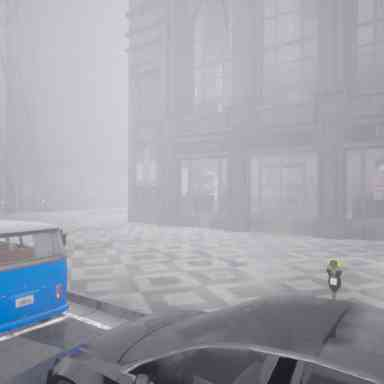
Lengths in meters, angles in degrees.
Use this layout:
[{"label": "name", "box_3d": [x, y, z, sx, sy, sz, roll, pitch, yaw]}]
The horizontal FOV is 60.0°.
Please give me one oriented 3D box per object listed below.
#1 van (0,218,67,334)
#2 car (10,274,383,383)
[{"label": "van", "box_3d": [-3.922, 1.340, 5.882, 3.998, 1.788, 1.690, 0, 0, 36]}, {"label": "car", "box_3d": [0.671, 1.566, 2.594, 4.313, 1.339, 1.947, 0, 0, 36]}]
